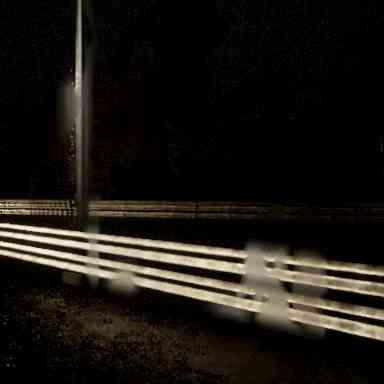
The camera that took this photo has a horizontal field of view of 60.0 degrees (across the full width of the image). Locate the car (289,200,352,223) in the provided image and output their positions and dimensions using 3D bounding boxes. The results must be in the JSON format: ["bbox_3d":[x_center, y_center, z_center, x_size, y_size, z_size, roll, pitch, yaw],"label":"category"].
[{"bbox_3d":[9.861,1.418,25.770,4.553,1.767,2.097,0,0,15],"label":"car"}]
